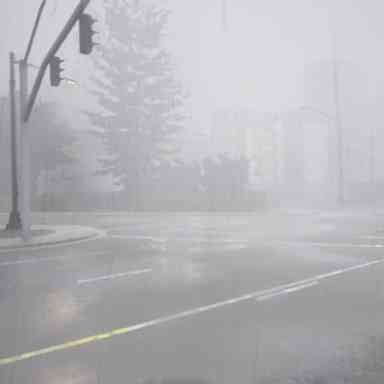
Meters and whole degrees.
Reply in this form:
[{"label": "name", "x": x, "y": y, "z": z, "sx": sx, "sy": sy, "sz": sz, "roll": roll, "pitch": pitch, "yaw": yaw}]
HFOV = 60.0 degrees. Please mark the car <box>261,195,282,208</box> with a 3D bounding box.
[{"label": "car", "x": 8.653, "y": 1.084, "z": 40.392, "sx": 1.882, "sy": 1.535, "sz": 5.008, "roll": -1, "pitch": 1, "yaw": -35}]
